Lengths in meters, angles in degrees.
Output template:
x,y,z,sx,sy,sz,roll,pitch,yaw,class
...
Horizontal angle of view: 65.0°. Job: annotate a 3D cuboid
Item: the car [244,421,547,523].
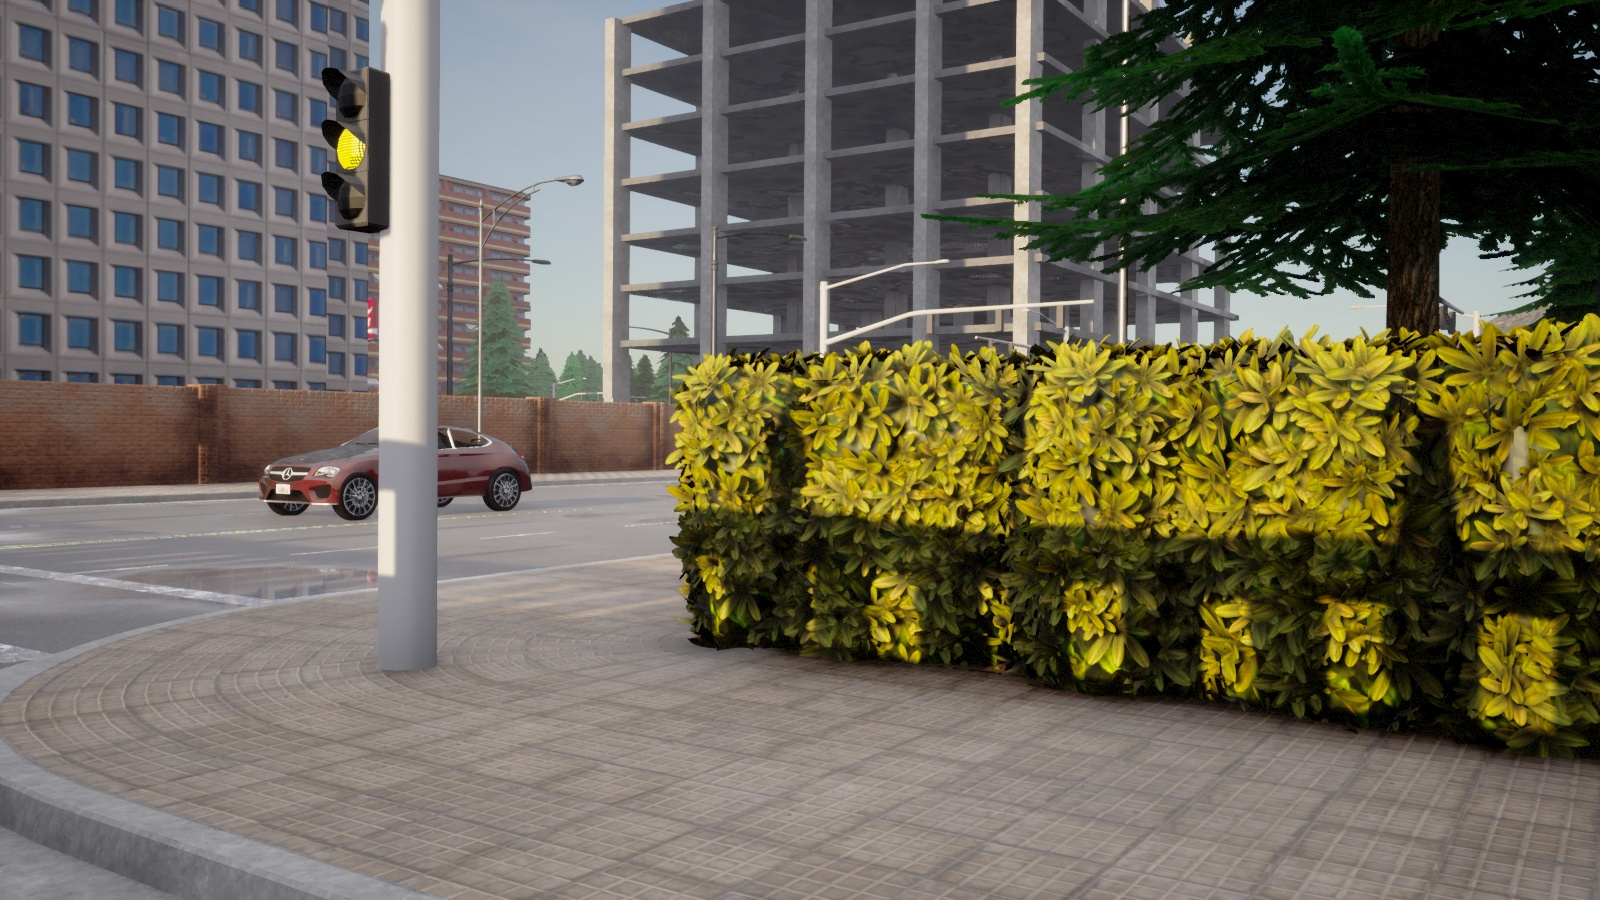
x,y,z,sx,sy,sz,roll,pitch,yaw,class
-7.250,0.316,23.069,2.152,1.651,5.027,0,1,33,car
